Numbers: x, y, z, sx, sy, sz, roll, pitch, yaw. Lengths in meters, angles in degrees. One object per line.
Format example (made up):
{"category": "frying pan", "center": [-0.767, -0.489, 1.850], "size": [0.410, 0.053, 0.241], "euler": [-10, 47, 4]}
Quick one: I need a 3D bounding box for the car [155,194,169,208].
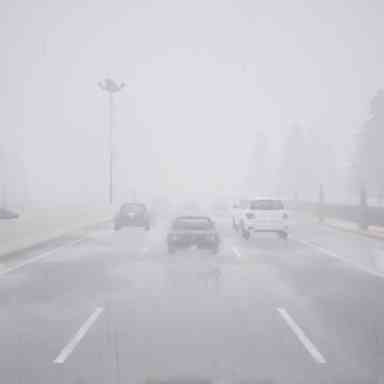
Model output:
{"category": "car", "center": [-4.798, 1.345, 51.143], "size": [2.150, 2.045, 5.566], "euler": [1, 0, -10]}

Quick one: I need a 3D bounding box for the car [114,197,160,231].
{"category": "car", "center": [-3.490, 1.397, 21.299], "size": [2.097, 1.767, 4.553], "euler": [0, 0, 0]}

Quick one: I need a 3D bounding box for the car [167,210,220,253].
{"category": "car", "center": [0.042, 1.639, 13.781], "size": [1.895, 1.301, 4.718], "euler": [0, 0, 0]}

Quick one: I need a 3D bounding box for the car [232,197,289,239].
{"category": "car", "center": [3.525, 1.285, 17.993], "size": [2.150, 2.045, 5.566], "euler": [0, 0, 0]}

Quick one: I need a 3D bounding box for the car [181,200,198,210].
{"category": "car", "center": [-0.301, 1.660, 41.584], "size": [2.033, 1.411, 5.357], "euler": [0, 0, -4]}

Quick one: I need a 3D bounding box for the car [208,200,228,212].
{"category": "car", "center": [3.198, 1.673, 41.595], "size": [2.033, 1.411, 5.357], "euler": [0, 0, -4]}

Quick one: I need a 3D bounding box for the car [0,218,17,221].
{"category": "car", "center": [-10.602, 1.484, 16.701], "size": [1.882, 1.535, 5.008], "euler": [0, 0, 0]}
